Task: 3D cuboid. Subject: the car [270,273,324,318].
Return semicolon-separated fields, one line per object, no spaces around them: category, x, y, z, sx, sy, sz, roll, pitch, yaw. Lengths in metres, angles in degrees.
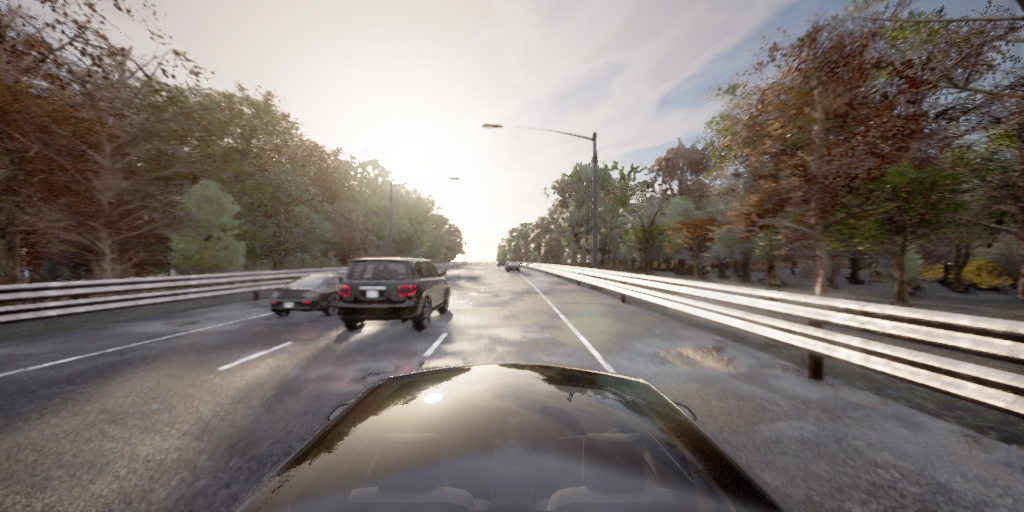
car;-6.948;1.370;13.446;1.812;1.442;4.674;0;0;0

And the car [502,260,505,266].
car;-0.136;1.642;62.555;2.097;1.767;4.553;0;-1;-2

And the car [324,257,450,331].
car;-3.432;1.046;11.458;2.150;2.045;5.566;0;0;0

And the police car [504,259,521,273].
police car;0.223;1.610;52.636;1.930;1.638;5.238;0;-1;-2
